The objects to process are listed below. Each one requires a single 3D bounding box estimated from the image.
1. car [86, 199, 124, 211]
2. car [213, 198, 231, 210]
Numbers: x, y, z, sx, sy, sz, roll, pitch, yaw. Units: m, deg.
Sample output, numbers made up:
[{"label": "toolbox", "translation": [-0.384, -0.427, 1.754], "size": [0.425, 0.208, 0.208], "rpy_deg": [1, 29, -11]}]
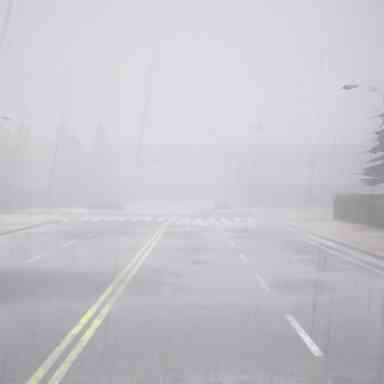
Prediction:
[{"label": "car", "translation": [-10.019, 1.455, 38.215], "size": [4.181, 1.385, 1.994], "rpy_deg": [0, 0, 14]}, {"label": "car", "translation": [3.568, 1.456, 40.440], "size": [2.033, 1.411, 5.357], "rpy_deg": [0, 0, 0]}]
